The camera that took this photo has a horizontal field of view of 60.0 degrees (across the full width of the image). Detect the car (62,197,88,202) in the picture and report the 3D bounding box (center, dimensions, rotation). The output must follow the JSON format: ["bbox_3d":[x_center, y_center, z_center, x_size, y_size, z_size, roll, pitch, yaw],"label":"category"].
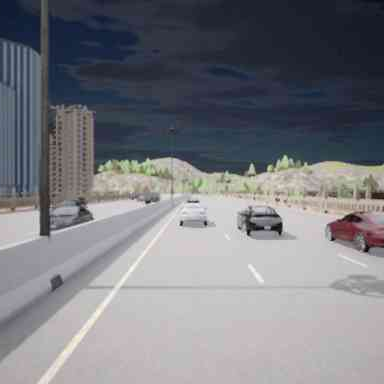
[{"bbox_3d":[-10.592,1.495,28.878,1.837,1.490,4.892,0,0,0],"label":"car"}]

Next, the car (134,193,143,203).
[{"bbox_3d":[-10.492,1.497,70.213,1.812,1.442,4.674,0,0,0],"label":"car"}]

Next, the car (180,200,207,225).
[{"bbox_3d":[0.103,1.517,23.951,1.812,1.442,4.674,0,0,0],"label":"car"}]

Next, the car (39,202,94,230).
[{"bbox_3d":[-7.089,1.519,19.343,1.812,1.442,4.674,0,0,0],"label":"car"}]

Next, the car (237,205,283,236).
[{"bbox_3d":[3.603,1.485,18.283,2.128,1.511,4.902,0,0,0],"label":"car"}]

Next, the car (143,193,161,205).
[{"bbox_3d":[-7.019,1.200,60.901,2.150,2.045,5.566,0,0,1],"label":"car"}]

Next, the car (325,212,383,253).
[{"bbox_3d":[7.101,1.521,13.550,1.812,1.442,4.674,0,0,0],"label":"car"}]

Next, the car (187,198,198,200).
[{"bbox_3d":[0.105,1.477,41.650,2.128,1.511,4.902,0,0,0],"label":"car"}]

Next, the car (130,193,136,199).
[{"bbox_3d":[-13.943,1.186,81.936,2.150,2.045,5.566,0,0,0],"label":"car"}]
